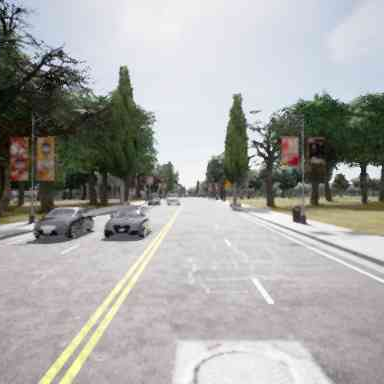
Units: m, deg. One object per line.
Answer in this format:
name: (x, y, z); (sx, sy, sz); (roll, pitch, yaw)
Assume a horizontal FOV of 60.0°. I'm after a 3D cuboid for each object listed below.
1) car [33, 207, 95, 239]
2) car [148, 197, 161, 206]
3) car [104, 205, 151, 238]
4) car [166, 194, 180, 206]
car: (-6.598, 1.546, 17.631); (2.128, 1.511, 4.902); (0, 0, 0)
car: (-6.529, 1.650, 57.910); (1.812, 1.442, 4.674); (0, 0, 1)
car: (-3.348, 1.619, 17.866); (1.994, 1.385, 4.181); (0, 0, 0)
car: (-3.278, 1.347, 58.390); (2.150, 2.045, 5.566); (0, 0, 1)
